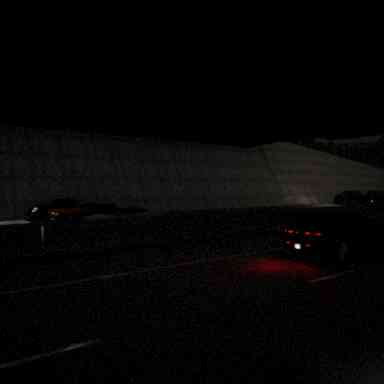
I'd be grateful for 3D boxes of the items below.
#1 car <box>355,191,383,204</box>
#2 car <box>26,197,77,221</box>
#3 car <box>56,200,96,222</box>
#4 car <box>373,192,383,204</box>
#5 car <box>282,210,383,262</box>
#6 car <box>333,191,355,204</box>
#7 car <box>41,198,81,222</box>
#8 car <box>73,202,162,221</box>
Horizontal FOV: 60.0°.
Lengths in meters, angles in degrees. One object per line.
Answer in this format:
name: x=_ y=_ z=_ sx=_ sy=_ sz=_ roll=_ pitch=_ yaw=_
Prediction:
car: x=26.801 y=0.812 z=48.845 sx=5.566 sy=2.045 sz=2.150 roll=-1 pitch=0 yaw=-35
car: x=-10.644 y=1.298 z=26.498 sx=4.553 sy=1.767 sz=2.097 roll=-1 pitch=0 yaw=-36
car: x=-5.849 y=1.464 z=21.321 sx=4.674 sy=1.442 sz=1.812 roll=-1 pitch=0 yaw=-36
car: x=27.035 y=1.100 z=44.737 sx=4.902 sy=1.511 sz=2.128 roll=-1 pitch=0 yaw=-35
car: x=5.273 y=1.415 z=11.816 sx=4.892 sy=1.490 sz=1.837 roll=-1 pitch=0 yaw=-36
car: x=24.134 y=0.817 z=51.239 sx=5.566 sy=2.045 sz=2.150 roll=-1 pitch=0 yaw=-35
car: x=-7.867 y=1.416 z=24.180 sx=5.008 sy=1.535 sz=1.882 roll=-1 pitch=0 yaw=-36
car: x=-3.809 y=1.464 z=18.475 sx=4.674 sy=1.442 sz=1.812 roll=-1 pitch=0 yaw=-36
